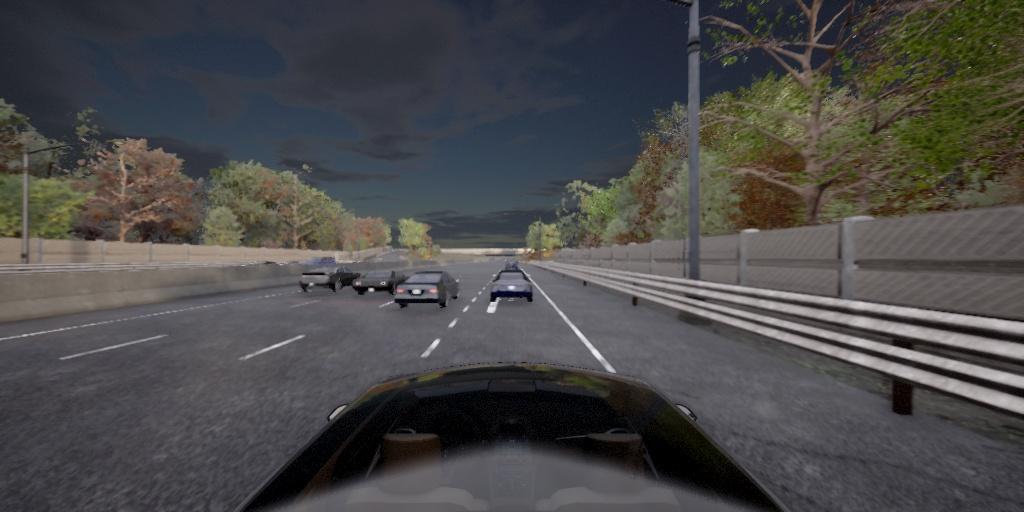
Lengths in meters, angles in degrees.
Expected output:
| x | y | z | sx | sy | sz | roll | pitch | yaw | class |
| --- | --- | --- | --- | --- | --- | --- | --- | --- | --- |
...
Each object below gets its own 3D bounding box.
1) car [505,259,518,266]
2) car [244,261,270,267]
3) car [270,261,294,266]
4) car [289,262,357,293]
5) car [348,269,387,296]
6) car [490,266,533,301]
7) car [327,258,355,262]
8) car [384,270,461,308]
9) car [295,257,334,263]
| x | y | z | sx | sy | sz | roll | pitch | yaw | class |
| --- | --- | --- | --- | --- | --- | --- | --- | --- | --- |
| -0.080 | 1.328 | 60.273 | 2.097 | 1.767 | 4.553 | 0 | 0 | 0 | car |
| -31.605 | 1.357 | 45.348 | 1.837 | 1.490 | 4.892 | 0 | 0 | 0 | car |
| -28.109 | 1.425 | 45.746 | 1.994 | 1.385 | 4.181 | 0 | 0 | 0 | car |
| -10.425 | 1.281 | 21.064 | 2.128 | 1.511 | 4.902 | 0 | 0 | 0 | car |
| -6.923 | 1.392 | 19.858 | 1.895 | 1.301 | 4.718 | 0 | 0 | 0 | car |
| -0.023 | 1.359 | 17.663 | 1.994 | 1.385 | 4.181 | 0 | 0 | 0 | car |
| -21.115 | 1.350 | 45.975 | 1.882 | 1.535 | 5.008 | 0 | 0 | 0 | car |
| -3.420 | 1.330 | 15.339 | 2.033 | 1.411 | 5.357 | 0 | 0 | 0 | car |
| -24.609 | 1.085 | 45.740 | 2.150 | 2.045 | 5.566 | 0 | 0 | 1 | car |
